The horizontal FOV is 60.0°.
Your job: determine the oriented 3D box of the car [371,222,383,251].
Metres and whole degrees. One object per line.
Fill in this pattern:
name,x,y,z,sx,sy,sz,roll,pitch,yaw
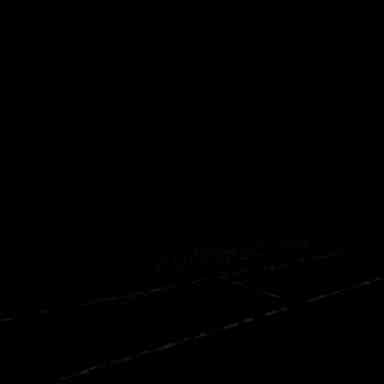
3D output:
car,8.510,1.489,12.591,4.507,1.381,1.887,0,0,-35
